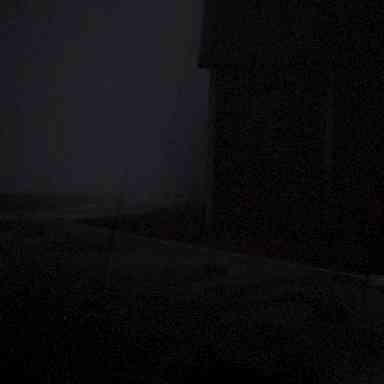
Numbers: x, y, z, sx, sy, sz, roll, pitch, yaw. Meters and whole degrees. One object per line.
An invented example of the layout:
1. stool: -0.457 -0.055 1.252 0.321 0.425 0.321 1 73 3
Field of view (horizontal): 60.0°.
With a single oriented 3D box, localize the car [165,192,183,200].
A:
1. car: -3.018 0.724 56.426 1.895 1.301 4.718 2 1 15
